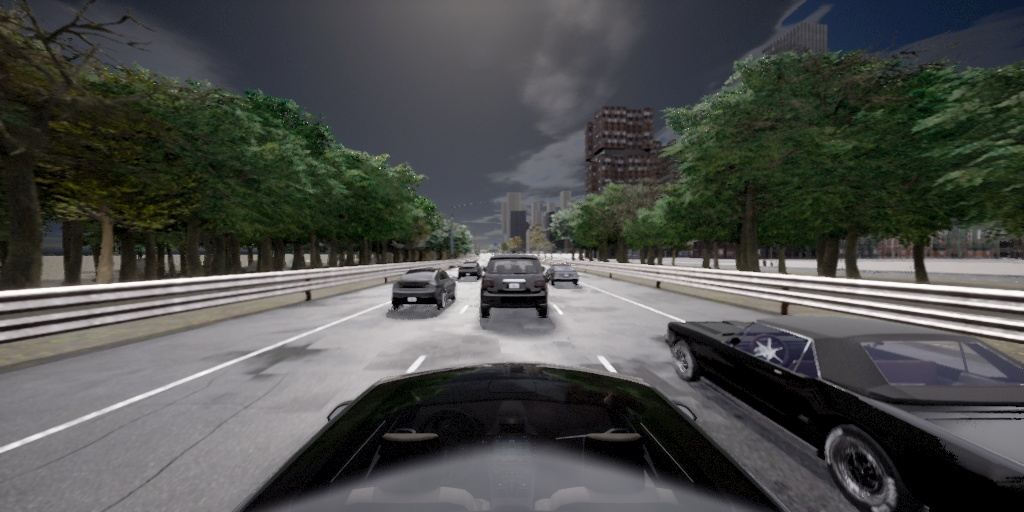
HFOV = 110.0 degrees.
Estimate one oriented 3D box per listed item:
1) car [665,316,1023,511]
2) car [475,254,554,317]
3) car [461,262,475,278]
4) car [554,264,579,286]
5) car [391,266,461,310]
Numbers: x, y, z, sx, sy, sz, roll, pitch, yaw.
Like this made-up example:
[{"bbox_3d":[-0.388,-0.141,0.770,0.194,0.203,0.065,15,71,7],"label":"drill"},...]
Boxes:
[{"bbox_3d":[3.594,1.350,4.153,1.895,1.301,4.718,0,0,0],"label":"car"},{"bbox_3d":[0.070,0.968,13.201,2.150,2.045,5.566,0,0,0],"label":"car"},{"bbox_3d":[-3.627,1.250,31.695,1.837,1.490,4.892,0,0,-1],"label":"car"},{"bbox_3d":[3.454,1.291,25.516,2.033,1.411,5.357,0,0,-1],"label":"car"},{"bbox_3d":[-3.452,1.252,14.756,1.837,1.490,4.892,0,0,0],"label":"car"}]
